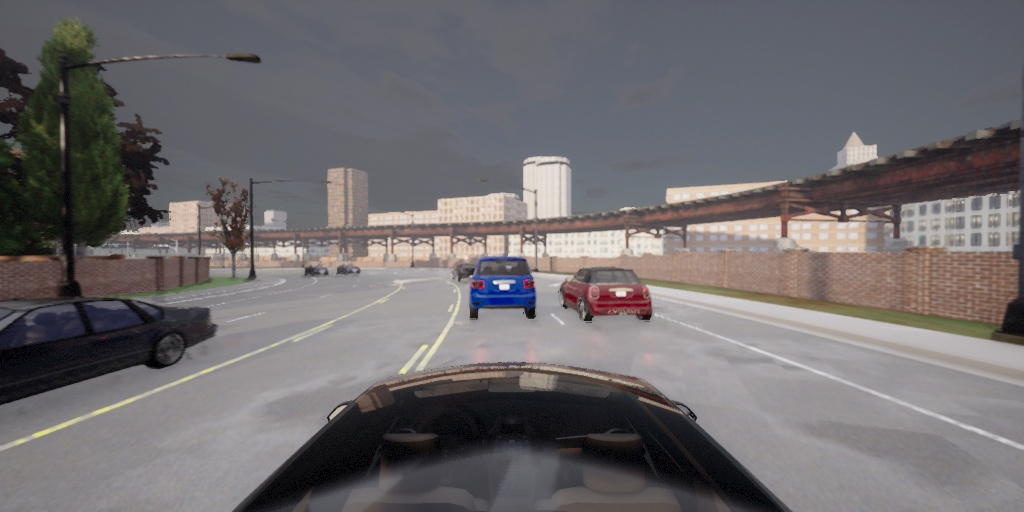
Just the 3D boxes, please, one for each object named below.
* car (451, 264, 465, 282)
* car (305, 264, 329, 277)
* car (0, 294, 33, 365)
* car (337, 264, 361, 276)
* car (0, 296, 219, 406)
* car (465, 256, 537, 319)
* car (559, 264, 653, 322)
[{"bbox_3d":[-4.172,1.429,31.500,1.837,1.490,4.892,0,0,-18],"label":"car"},{"bbox_3d":[-24.441,1.786,44.827,2.128,1.511,4.902,-1,0,-44],"label":"car"},{"bbox_3d":[-10.685,1.417,4.952,1.895,1.301,4.718,0,0,-1],"label":"car"},{"bbox_3d":[-21.191,1.726,46.442,2.128,1.511,4.902,-1,0,-43],"label":"car"},{"bbox_3d":[-7.174,1.350,5.275,2.033,1.411,5.357,0,0,-1],"label":"car"},{"bbox_3d":[-0.462,1.034,13.352,2.150,2.045,5.566,0,0,-5],"label":"car"},{"bbox_3d":[3.054,1.140,12.646,2.097,1.767,4.553,0,0,-4],"label":"car"}]
